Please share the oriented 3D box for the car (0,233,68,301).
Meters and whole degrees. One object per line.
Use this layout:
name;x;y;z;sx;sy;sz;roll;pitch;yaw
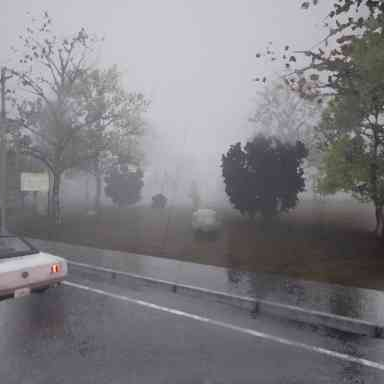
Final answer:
car;-4.991;1.600;7.547;4.718;1.301;1.895;0;0;35
